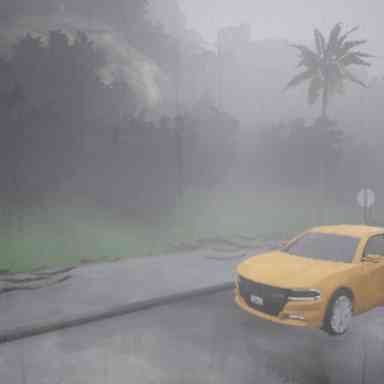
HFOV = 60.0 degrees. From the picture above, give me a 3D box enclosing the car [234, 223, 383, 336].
[{"bbox_3d":[3.074,1.448,6.797,5.008,1.535,1.882,0,0,-35],"label":"car"}]
